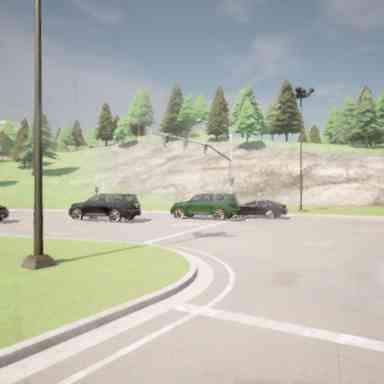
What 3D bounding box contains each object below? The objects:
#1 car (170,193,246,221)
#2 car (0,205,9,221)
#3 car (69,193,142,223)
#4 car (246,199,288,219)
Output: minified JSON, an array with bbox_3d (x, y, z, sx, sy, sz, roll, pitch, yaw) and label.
[{"bbox_3d":[1.035,1.116,26.197,5.566,2.045,2.150,0,0,23],"label":"car"},{"bbox_3d":[-15.550,1.409,23.724,4.892,1.490,1.837,0,0,12],"label":"car"},{"bbox_3d":[-6.459,1.122,24.785,5.566,2.045,2.150,0,0,20],"label":"car"},{"bbox_3d":[5.461,1.393,27.829,4.892,1.490,1.837,0,-1,32],"label":"car"}]
